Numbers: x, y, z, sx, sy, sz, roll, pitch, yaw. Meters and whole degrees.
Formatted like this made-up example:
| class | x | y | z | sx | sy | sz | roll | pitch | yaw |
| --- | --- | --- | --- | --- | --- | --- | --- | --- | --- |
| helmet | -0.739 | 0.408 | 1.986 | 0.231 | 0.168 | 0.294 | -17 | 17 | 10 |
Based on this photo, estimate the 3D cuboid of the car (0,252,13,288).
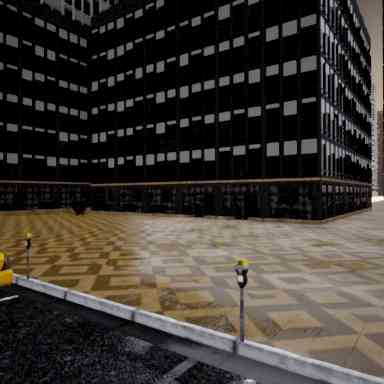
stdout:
| class | x | y | z | sx | sy | sz | roll | pitch | yaw |
| --- | --- | --- | --- | --- | --- | --- | --- | --- | --- |
| car | -6.205 | 1.457 | 7.706 | 5.366 | 1.575 | 1.801 | 0 | 0 | 36 |
